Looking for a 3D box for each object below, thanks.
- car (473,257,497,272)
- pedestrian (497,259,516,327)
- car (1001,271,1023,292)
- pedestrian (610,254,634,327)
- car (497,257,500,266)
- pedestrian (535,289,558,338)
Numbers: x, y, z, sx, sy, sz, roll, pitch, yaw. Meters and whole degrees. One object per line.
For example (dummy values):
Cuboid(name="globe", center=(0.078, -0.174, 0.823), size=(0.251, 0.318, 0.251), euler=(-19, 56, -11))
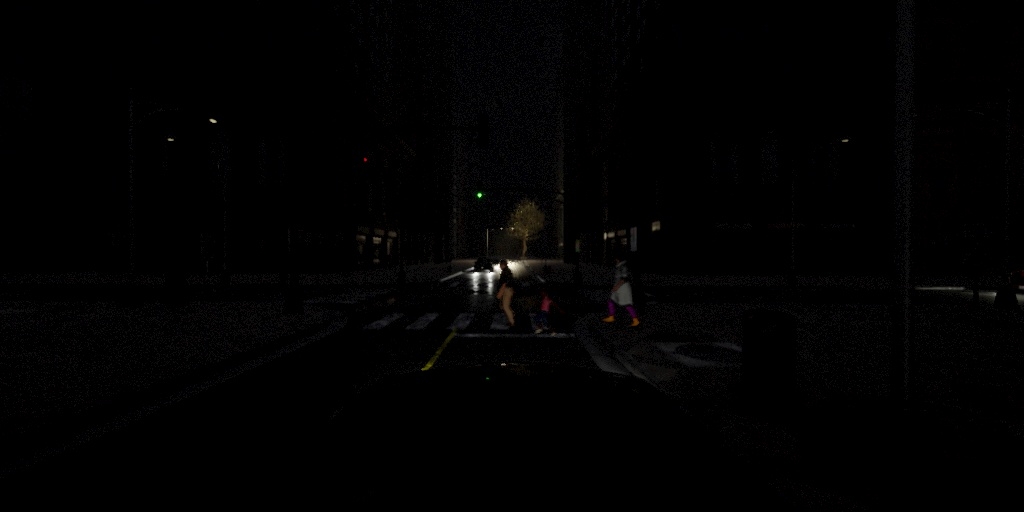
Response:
Cuboid(name="car", center=(-2.935, 0.910, 37.945), size=(1.837, 1.490, 4.892), euler=(0, 0, 0))
Cuboid(name="pedestrian", center=(-0.146, 0.968, 9.594), size=(0.375, 1.860, 0.375), euler=(0, 0, 0))
Cuboid(name="car", center=(28.123, 1.025, 18.170), size=(4.553, 1.767, 2.097), euler=(0, 0, 0))
Cuboid(name="pedestrian", center=(2.752, 0.822, 8.982), size=(0.375, 1.860, 0.375), euler=(0, 0, 0))
Cuboid(name="car", center=(-2.825, 0.849, 56.080), size=(1.895, 1.301, 4.718), euler=(0, 0, 1))
Cuboid(name="pedestrian", center=(0.809, 0.979, 8.390), size=(0.375, 1.860, 0.375), euler=(0, 0, 0))
